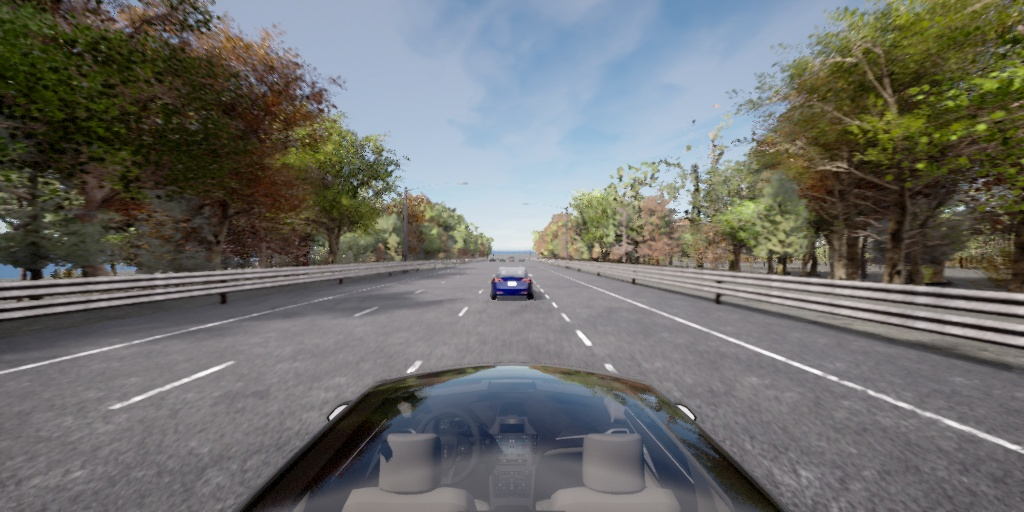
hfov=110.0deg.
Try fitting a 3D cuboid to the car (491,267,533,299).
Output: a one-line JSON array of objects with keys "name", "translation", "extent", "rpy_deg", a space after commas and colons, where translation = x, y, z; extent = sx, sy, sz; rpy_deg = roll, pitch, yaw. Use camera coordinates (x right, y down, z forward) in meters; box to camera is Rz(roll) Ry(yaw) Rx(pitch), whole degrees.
[{"name": "car", "translation": [0.003, 1.277, 18.198], "extent": [2.163, 1.488, 4.792], "rpy_deg": [0, 0, 0]}]
